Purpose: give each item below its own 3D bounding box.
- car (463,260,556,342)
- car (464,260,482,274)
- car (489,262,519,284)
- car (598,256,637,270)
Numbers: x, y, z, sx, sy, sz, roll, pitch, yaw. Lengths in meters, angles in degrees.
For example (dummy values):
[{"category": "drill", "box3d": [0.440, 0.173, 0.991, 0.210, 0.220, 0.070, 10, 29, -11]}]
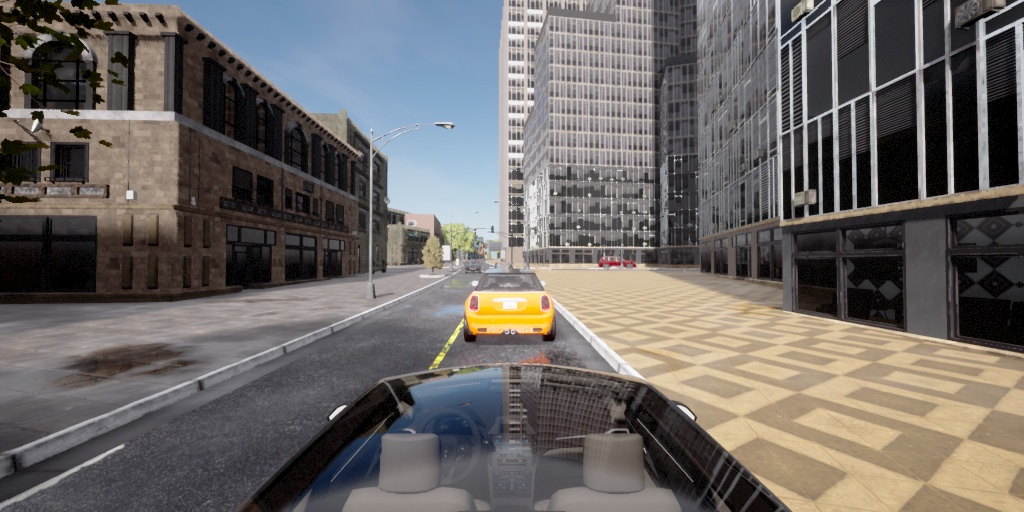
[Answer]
[{"category": "car", "box3d": [-0.085, 1.104, 9.962, 2.097, 1.767, 4.553, 0, 0, -1]}, {"category": "car", "box3d": [-4.427, 1.265, 41.272, 1.837, 1.490, 4.892, 0, 0, -4]}, {"category": "car", "box3d": [-0.706, 1.248, 27.985, 2.128, 1.511, 4.902, 0, 0, -3]}, {"category": "car", "box3d": [14.172, 0.952, 48.440, 5.009, 1.841, 2.192, 0, 0, 15]}]
